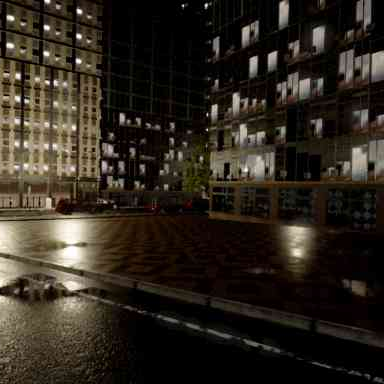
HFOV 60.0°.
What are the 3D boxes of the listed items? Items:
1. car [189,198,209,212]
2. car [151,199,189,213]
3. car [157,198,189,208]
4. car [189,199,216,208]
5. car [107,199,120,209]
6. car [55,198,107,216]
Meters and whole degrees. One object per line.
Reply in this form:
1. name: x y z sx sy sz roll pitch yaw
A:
1. car: 1.560 1.782 46.404 5.009 1.841 2.192 1 1 -34
2. car: -3.130 1.966 43.216 4.507 1.381 1.887 1 1 -34
3. car: -3.020 1.786 52.823 4.829 1.417 1.752 1 1 -34
4. car: 1.804 1.873 56.112 4.313 1.339 1.947 1 1 -34
5. car: -12.250 1.722 46.535 4.403 1.369 2.008 1 1 -34
6. car: -12.494 1.646 36.828 5.009 1.841 2.192 1 1 -34
